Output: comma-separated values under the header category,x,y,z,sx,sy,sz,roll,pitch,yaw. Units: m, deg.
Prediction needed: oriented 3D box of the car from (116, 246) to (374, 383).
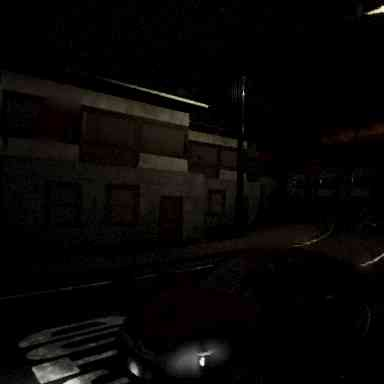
category,x,y,z,sx,sy,sz,roll,pitch,yaw
car,1.149,1.635,5.092,4.674,1.442,1.812,0,-1,-41

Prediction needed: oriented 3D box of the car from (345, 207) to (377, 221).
category,x,y,z,sx,sy,sz,roll,pitch,yaw
car,18.568,2.400,36.826,1.812,1.442,4.674,1,-2,4
